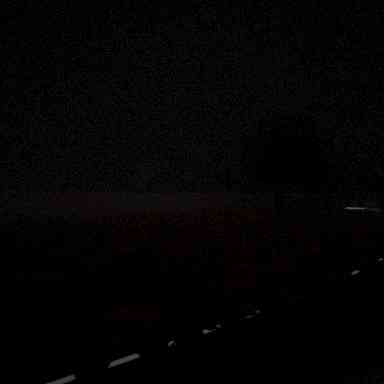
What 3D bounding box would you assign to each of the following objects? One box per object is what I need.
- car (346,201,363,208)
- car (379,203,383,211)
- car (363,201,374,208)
[{"bbox_3d":[30.814,2.337,63.853,1.994,1.385,4.181,0,-1,18],"label":"car"},{"bbox_3d":[29.509,2.206,49.955,1.895,1.301,4.718,0,-1,18],"label":"car"},{"bbox_3d":[34.741,2.440,66.196,1.895,1.301,4.718,0,-1,18],"label":"car"}]
